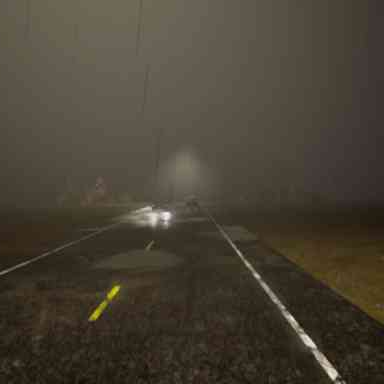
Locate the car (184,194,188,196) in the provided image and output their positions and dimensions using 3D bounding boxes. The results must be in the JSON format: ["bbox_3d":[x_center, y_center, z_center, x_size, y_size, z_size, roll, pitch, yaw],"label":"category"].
[{"bbox_3d":[-0.082,1.549,70.711,2.128,1.511,4.902,0,0,0],"label":"car"}]

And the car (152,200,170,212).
[{"bbox_3d":[-3.647,1.615,39.660,1.895,1.301,4.718,0,0,0],"label":"car"}]

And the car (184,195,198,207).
[{"bbox_3d":[0.028,1.621,53.047,1.895,1.301,4.718,0,0,0],"label":"car"}]
